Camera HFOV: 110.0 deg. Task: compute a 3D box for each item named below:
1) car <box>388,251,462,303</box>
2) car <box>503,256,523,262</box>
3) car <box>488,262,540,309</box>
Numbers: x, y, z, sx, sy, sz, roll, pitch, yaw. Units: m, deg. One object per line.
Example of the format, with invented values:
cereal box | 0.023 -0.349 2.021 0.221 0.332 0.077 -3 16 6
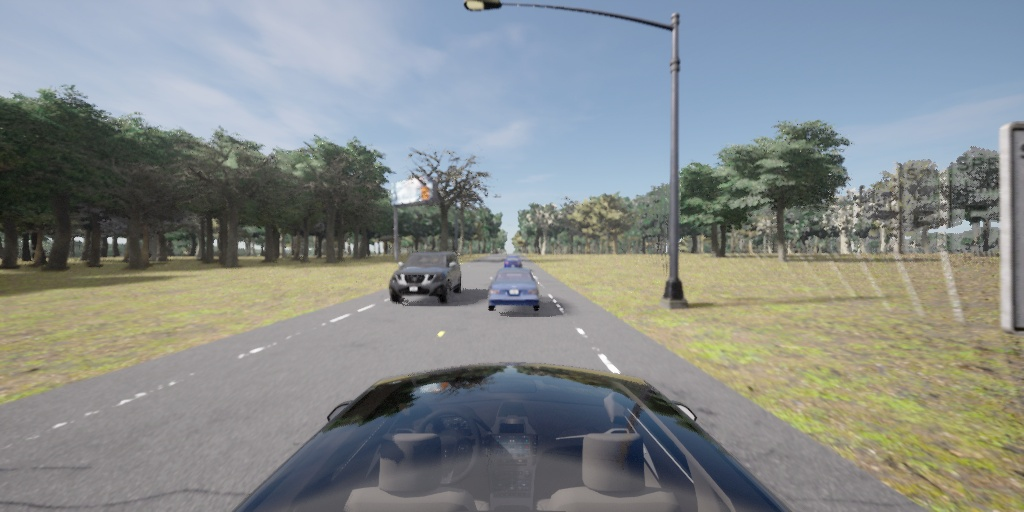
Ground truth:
car | -3.558 0.809 15.818 2.150 2.045 5.566 0 1 1
car | 0.086 0.719 36.505 1.812 1.442 4.674 0 1 0
car | 0.074 1.159 13.988 2.033 1.411 5.357 0 1 0
